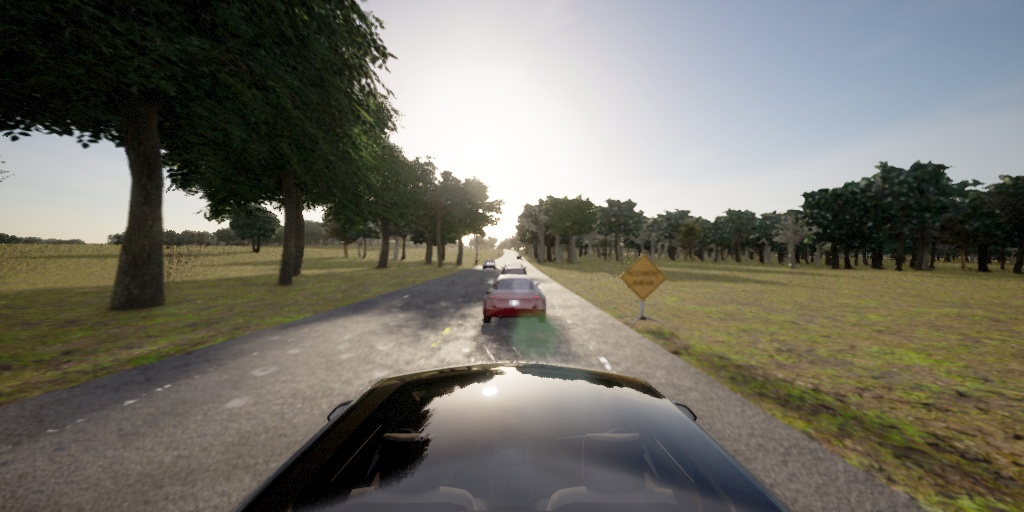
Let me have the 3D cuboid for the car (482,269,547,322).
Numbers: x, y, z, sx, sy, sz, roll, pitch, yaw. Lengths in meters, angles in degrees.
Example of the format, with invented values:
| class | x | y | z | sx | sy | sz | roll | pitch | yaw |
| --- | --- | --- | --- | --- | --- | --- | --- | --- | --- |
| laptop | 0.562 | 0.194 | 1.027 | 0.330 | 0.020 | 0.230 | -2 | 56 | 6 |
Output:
| class | x | y | z | sx | sy | sz | roll | pitch | yaw |
| --- | --- | --- | --- | --- | --- | --- | --- | --- | --- |
| car | 0.089 | 1.317 | 12.317 | 1.994 | 1.385 | 4.181 | 0 | 0 | 0 |

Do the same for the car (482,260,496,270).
| class | x | y | z | sx | sy | sz | roll | pitch | yaw |
| --- | --- | --- | --- | --- | --- | --- | --- | --- | --- |
| car | -3.234 | 1.215 | 51.984 | 2.033 | 1.411 | 5.357 | 0 | 0 | 1 |

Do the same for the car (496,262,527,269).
| class | x | y | z | sx | sy | sz | roll | pitch | yaw |
| --- | --- | --- | --- | --- | --- | --- | --- | --- | --- |
| car | 0.163 | 1.241 | 27.749 | 2.128 | 1.511 | 4.902 | 0 | 0 | 1 |

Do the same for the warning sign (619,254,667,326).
| class | x | y | z | sx | sy | sz | roll | pitch | yaw |
| --- | --- | --- | --- | --- | --- | --- | --- | --- | --- |
| warning sign | 3.559 | 0.869 | 9.848 | 1.300 | 1.860 | 1.060 | 0 | 0 | 0 |
